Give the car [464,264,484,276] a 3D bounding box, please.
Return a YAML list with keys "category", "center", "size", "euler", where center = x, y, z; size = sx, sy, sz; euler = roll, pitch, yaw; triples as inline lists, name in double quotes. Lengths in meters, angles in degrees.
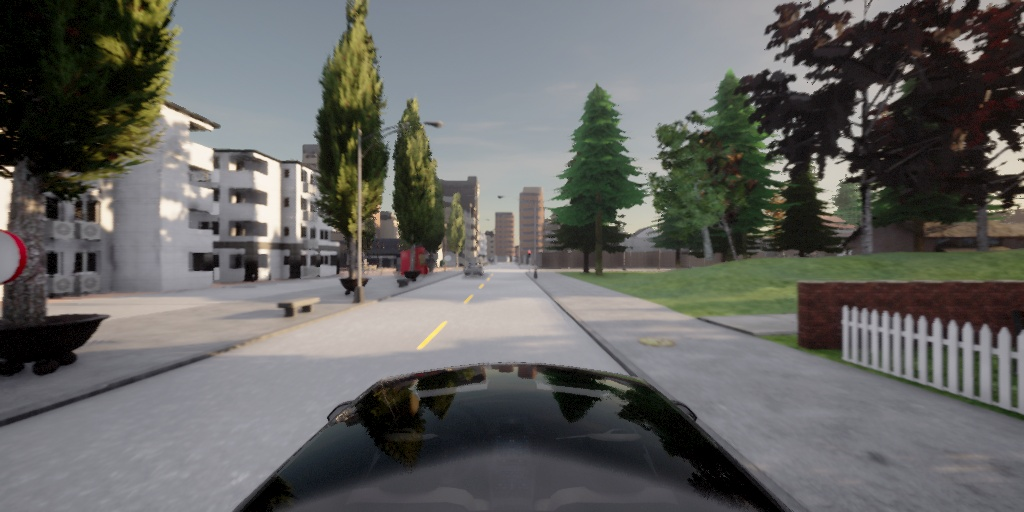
- category: "car"
  center: [-4.295, 1.615, 40.855]
  size: [1.895, 1.301, 4.718]
  euler: [0, 0, 0]
